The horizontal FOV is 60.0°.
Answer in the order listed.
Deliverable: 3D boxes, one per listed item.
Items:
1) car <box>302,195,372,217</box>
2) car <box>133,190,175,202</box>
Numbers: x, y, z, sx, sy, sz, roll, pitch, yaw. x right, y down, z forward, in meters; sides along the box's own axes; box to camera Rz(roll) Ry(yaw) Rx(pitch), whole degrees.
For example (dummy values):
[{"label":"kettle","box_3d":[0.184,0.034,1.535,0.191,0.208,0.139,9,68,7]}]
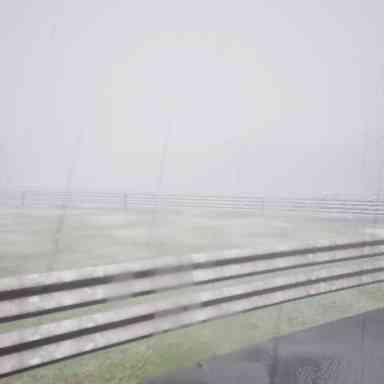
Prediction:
[{"label":"car","box_3d":[11.041,1.010,25.516,4.902,1.511,2.128,1,2,22]},{"label":"car","box_3d":[-4.038,0.570,35.315,4.674,1.442,1.812,1,2,22]}]
